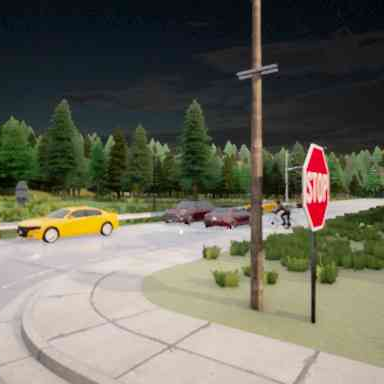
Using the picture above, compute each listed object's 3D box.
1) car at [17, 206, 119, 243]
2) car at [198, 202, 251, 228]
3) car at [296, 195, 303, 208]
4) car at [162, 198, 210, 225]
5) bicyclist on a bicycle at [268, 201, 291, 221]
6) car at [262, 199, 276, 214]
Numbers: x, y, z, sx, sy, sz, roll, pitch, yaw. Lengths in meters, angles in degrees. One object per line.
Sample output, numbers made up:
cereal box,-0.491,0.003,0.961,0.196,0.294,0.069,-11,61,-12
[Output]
car,-5.918,1.485,16.379,1.882,1.535,5.008,0,0,36
car,2.541,1.569,21.598,1.994,1.385,4.181,0,0,36
car,16.369,1.288,46.357,2.150,2.045,5.566,0,0,36
car,-0.118,1.359,24.225,2.097,1.767,4.553,0,0,36
bicyclist on a bicycle,4.964,1.304,18.512,1.656,1.620,0.582,0,0,36
car,6.859,1.485,33.649,1.882,1.535,5.008,0,0,36
